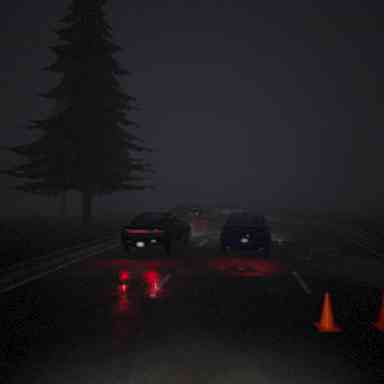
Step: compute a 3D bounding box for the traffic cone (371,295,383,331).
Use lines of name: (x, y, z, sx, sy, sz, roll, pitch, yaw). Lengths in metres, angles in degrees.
traffic cone: (3.288, 2.004, 5.648, 0.340, 0.580, 0.340, 0, 0, -1)

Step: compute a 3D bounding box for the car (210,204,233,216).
car: (2.906, 1.822, 32.591, 1.895, 1.301, 4.718, 0, 0, -25)

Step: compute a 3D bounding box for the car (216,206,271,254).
car: (2.329, 1.578, 14.158, 1.882, 1.535, 5.008, 0, 0, 11)

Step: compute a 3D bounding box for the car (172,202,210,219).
car: (-0.613, 1.693, 31.344, 2.128, 1.511, 4.902, 1, -1, -25)

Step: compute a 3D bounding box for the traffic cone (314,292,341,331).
traffic cone: (2.288, 2.001, 5.635, 0.340, 0.580, 0.340, 0, 0, -1)

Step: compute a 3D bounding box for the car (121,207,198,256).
car: (-1.314, 1.576, 13.687, 2.128, 1.511, 4.902, 0, 0, 10)
